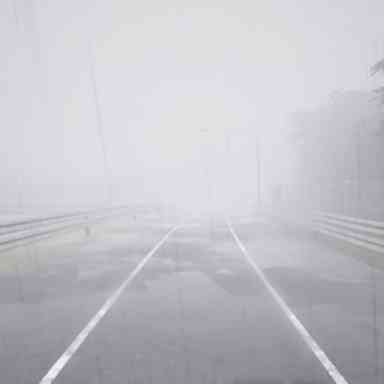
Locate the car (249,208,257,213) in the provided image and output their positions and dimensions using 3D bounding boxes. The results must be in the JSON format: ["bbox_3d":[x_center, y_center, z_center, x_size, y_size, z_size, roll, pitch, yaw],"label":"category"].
[{"bbox_3d":[16.738,5.063,90.202,1.895,1.301,4.718,-1,-4,21],"label":"car"}]

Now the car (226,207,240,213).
[{"bbox_3d":[9.366,4.077,75.325,1.837,1.490,4.892,-2,-4,30],"label":"car"}]

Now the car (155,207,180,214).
[{"bbox_3d":[-4.195,2.966,57.307,1.882,1.535,5.008,-3,-4,42],"label":"car"}]
